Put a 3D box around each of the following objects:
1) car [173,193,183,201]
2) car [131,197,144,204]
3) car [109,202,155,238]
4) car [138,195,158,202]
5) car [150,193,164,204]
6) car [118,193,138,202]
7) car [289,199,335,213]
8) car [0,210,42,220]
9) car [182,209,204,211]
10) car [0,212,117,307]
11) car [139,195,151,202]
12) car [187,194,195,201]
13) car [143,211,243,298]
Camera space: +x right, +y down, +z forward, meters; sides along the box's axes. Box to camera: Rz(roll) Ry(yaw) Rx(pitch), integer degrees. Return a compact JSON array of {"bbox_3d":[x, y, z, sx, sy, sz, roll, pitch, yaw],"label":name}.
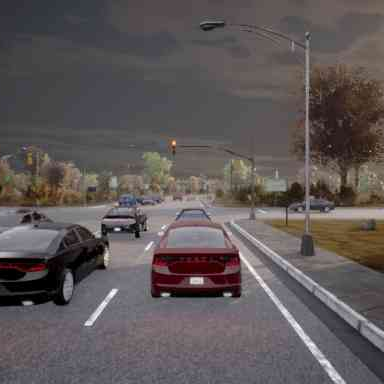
[{"bbox_3d":[-3.697,1.217,85.409,2.150,2.045,5.566,0,0,0],"label":"car"},{"bbox_3d":[-10.681,1.601,65.588,1.895,1.301,4.718,0,0,0],"label":"car"},{"bbox_3d":[-3.432,1.491,17.592,2.128,1.511,4.902,0,0,-1],"label":"car"},{"bbox_3d":[-7.219,1.564,55.402,1.994,1.385,4.181,0,0,-1],"label":"car"},{"bbox_3d":[-7.192,1.221,64.515,2.150,2.045,5.566,0,0,1],"label":"car"},{"bbox_3d":[-10.681,1.221,55.821,2.150,2.045,5.566,0,0,2],"label":"car"},{"bbox_3d":[13.295,1.505,36.965,4.892,1.490,1.837,0,0,3],"label":"car"},{"bbox_3d":[-7.133,1.505,13.146,1.837,1.490,4.892,0,0,0],"label":"car"},{"bbox_3d":[0.062,1.564,17.569,1.994,1.385,4.181,0,0,0],"label":"car"},{"bbox_3d":[-3.416,1.478,8.106,1.882,1.535,5.008,0,0,0],"label":"car"},{"bbox_3d":[-10.679,1.500,75.869,1.837,1.490,4.892,0,0,0],"label":"car"},{"bbox_3d":[-0.198,1.348,85.774,2.097,1.767,4.553,0,0,0],"label":"car"},{"bbox_3d":[0.082,1.478,8.580,1.882,1.535,5.008,0,0,0],"label":"car"}]
